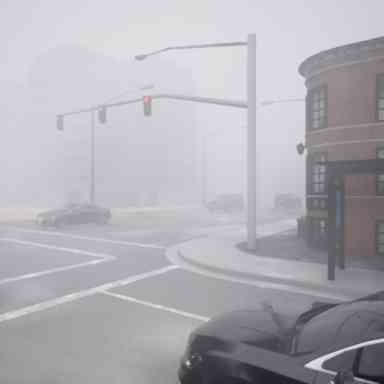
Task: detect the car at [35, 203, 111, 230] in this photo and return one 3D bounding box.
[{"bbox_3d":[-7.392,1.482,21.178,2.128,1.511,4.902,0,0,35],"label":"car"}]

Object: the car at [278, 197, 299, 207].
[{"bbox_3d":[15.598,1.531,53.508,1.837,1.490,4.892,0,0,35],"label":"car"}]

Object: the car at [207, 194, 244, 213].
[{"bbox_3d":[3.843,1.212,37.064,2.150,2.045,5.566,0,0,35],"label":"car"}]

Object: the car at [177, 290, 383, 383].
[{"bbox_3d":[2.114,1.505,2.457,4.892,1.490,1.837,0,0,35],"label":"car"}]

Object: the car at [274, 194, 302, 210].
[{"bbox_3d":[12.343,1.214,42.673,2.150,2.045,5.566,0,0,35],"label":"car"}]
